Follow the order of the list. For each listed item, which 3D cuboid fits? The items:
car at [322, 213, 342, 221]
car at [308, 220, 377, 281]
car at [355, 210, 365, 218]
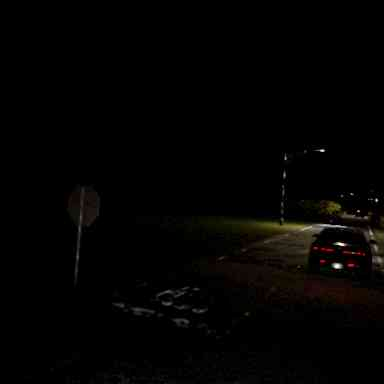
[{"bbox_3d":[17.681,3.400,41.853,1.994,1.385,4.181,3,-1,27],"label":"car"},{"bbox_3d":[5.436,2.045,12.025,1.837,1.490,4.892,3,-1,27],"label":"car"},{"bbox_3d":[41.052,5.473,81.287,2.097,1.767,4.553,3,-1,27],"label":"car"}]
